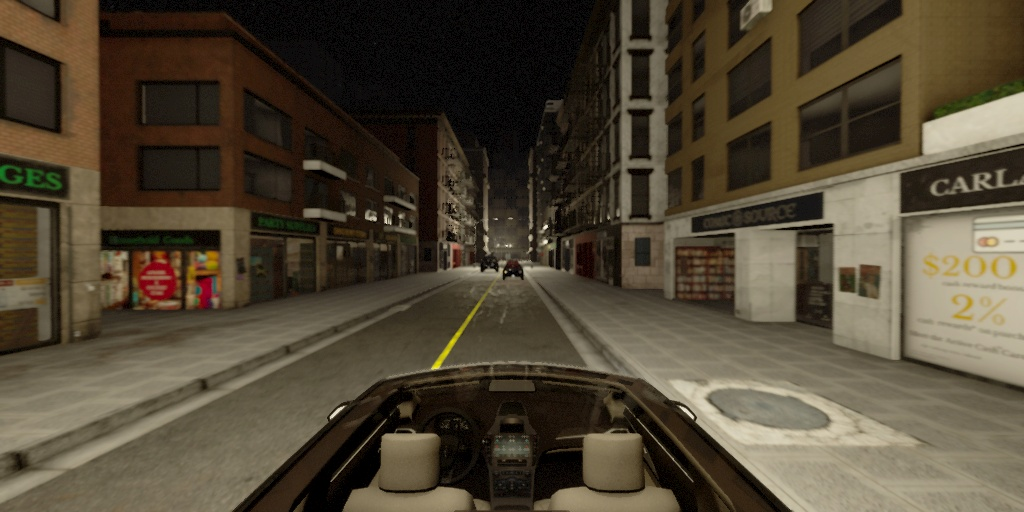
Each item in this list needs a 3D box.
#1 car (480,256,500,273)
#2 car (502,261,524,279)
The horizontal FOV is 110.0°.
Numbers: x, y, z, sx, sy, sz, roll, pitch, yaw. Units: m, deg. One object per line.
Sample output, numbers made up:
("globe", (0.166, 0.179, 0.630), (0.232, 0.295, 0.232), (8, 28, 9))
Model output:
("car", (-2.751, 0.998, 45.006), (2.150, 2.045, 5.566), (0, 0, 0))
("car", (0.107, 1.366, 32.149), (1.895, 1.301, 4.718), (0, 0, 0))
